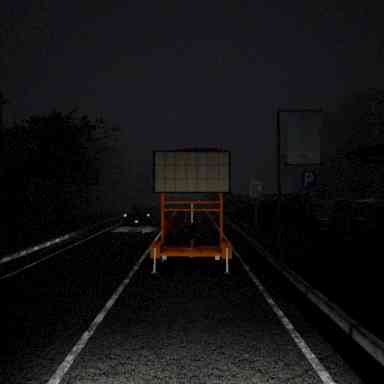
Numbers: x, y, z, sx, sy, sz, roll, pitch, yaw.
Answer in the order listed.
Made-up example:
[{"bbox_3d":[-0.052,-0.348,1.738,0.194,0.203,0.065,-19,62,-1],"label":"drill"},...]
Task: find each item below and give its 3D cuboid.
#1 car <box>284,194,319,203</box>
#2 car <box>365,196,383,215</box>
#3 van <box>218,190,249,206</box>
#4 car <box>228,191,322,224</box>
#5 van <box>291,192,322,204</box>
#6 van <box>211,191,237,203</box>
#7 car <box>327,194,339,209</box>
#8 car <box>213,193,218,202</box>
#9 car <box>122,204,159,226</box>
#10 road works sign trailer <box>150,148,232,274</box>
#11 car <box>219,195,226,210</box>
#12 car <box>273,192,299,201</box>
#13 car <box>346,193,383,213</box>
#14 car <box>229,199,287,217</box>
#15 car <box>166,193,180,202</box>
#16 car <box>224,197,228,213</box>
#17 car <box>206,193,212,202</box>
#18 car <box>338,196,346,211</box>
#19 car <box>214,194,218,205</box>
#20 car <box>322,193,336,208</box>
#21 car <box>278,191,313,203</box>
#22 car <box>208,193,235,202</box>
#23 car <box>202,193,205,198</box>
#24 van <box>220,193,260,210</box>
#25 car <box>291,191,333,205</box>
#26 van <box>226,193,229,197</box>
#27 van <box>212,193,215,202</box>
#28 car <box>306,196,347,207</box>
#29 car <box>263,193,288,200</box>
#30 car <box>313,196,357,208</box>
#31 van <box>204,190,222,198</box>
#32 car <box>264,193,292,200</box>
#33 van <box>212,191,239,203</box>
[{"bbox_3d":[18.818,1.117,57.504,5.366,1.575,1.946,0,1,0],"label":"car"},{"bbox_3d":[18.741,1.360,29.742,5.008,1.535,2.097,0,0,0],"label":"car"},{"bbox_3d":[5.511,1.095,37.290,4.442,1.987,1.878,0,0,0],"label":"van"},{"bbox_3d":[5.652,1.140,23.270,5.566,2.045,2.435,0,0,0],"label":"car"},{"bbox_3d":[18.759,0.930,54.727,4.442,1.987,1.878,0,1,0],"label":"van"},{"bbox_3d":[5.661,0.864,59.720,4.442,1.987,1.878,0,1,0],"label":"van"},{"bbox_3d":[18.700,1.316,38.070,5.008,1.535,2.097,0,0,0],"label":"car"},{"bbox_3d":[5.594,1.297,45.705,4.674,1.452,2.002,0,1,0],"label":"car"},{"bbox_3d":[-3.404,1.509,22.627,1.895,1.301,4.718,0,0,0],"label":"car"},{"bbox_3d":[0.002,0.435,10.495,2.380,3.560,2.880,0,0,2],"label":"road works sign trailer"},{"bbox_3d":[5.633,1.335,34.485,5.008,1.535,2.097,0,0,0],"label":"car"},{"bbox_3d":[18.632,0.887,65.830,4.553,1.767,2.185,0,1,0],"label":"car"},{"bbox_3d":[18.697,1.095,32.516,5.566,2.045,2.435,0,0,0],"label":"car"},{"bbox_3d":[5.662,1.404,28.879,4.674,1.452,2.002,0,0,0],"label":"car"},{"bbox_3d":[-3.389,0.833,58.721,2.150,2.045,5.566,0,1,0],"label":"car"},{"bbox_3d":[5.485,1.375,26.075,5.366,1.575,1.946,0,0,0],"label":"car"},{"bbox_3d":[5.537,0.911,54.112,5.566,2.045,2.435,0,1,0],"label":"car"},{"bbox_3d":[18.709,1.334,35.292,4.892,1.521,2.231,0,0,0],"label":"car"},{"bbox_3d":[5.636,1.312,42.897,4.792,1.488,2.163,0,0,0],"label":"car"},{"bbox_3d":[18.879,1.294,40.848,5.366,1.575,1.946,0,0,0],"label":"car"},{"bbox_3d":[18.651,0.833,60.277,5.566,2.045,2.435,0,1,0],"label":"car"},{"bbox_3d":[5.527,1.055,62.526,4.892,1.521,2.231,0,1,0],"label":"car"},{"bbox_3d":[5.474,0.695,70.931,5.566,2.045,2.435,0,1,0],"label":"car"},{"bbox_3d":[5.734,1.076,40.093,4.442,1.987,1.878,0,0,0],"label":"van"},{"bbox_3d":[18.682,0.940,51.950,5.566,2.045,2.435,0,1,0],"label":"car"},{"bbox_3d":[5.766,1.124,31.681,4.442,1.987,1.878,0,0,0],"label":"van"},{"bbox_3d":[5.692,0.972,51.313,4.442,1.987,1.878,0,1,0],"label":"van"},{"bbox_3d":[18.703,1.280,46.402,4.792,1.488,2.163,0,1,0],"label":"car"},{"bbox_3d":[18.576,0.907,74.158,4.892,1.521,2.231,0,1,0],"label":"car"},{"bbox_3d":[18.655,1.308,43.619,4.792,1.488,2.163,0,1,0],"label":"car"},{"bbox_3d":[5.333,0.540,84.947,4.442,1.987,1.878,0,1,0],"label":"van"},{"bbox_3d":[18.395,0.939,71.381,5.366,1.575,1.946,0,1,0],"label":"car"},{"bbox_3d":[5.671,0.900,56.917,4.442,1.987,1.878,0,1,0],"label":"van"}]
